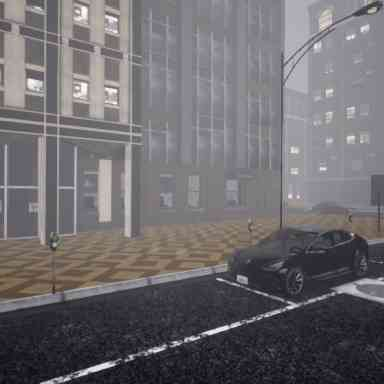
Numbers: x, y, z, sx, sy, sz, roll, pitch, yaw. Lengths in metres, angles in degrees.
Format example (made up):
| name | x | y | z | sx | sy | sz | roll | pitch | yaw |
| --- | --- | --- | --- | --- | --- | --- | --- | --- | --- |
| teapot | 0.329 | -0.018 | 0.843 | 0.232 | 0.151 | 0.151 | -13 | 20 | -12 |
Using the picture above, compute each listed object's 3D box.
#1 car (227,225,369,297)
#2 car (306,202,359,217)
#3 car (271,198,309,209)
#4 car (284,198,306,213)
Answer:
| name | x | y | z | sx | sy | sz | roll | pitch | yaw |
| --- | --- | --- | --- | --- | --- | --- | --- | --- | --- |
| car | 2.888 | 1.567 | 8.621 | 4.313 | 1.339 | 1.947 | 0 | 0 | -36 |
| car | 12.956 | 1.533 | 30.287 | 1.802 | 1.307 | 4.206 | 0 | 0 | -36 |
| car | 13.059 | 1.498 | 44.513 | 1.752 | 1.417 | 4.829 | 0 | 0 | -36 |
| car | 9.754 | 1.466 | 34.749 | 1.752 | 1.417 | 4.829 | 0 | 0 | -36 |
